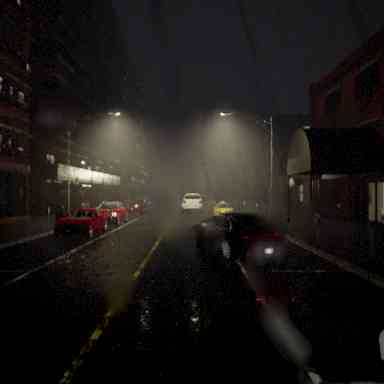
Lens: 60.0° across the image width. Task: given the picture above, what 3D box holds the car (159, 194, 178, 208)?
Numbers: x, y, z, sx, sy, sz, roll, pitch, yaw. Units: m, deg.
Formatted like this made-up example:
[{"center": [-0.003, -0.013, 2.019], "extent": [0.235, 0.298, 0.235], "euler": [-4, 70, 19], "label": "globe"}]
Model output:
[{"center": [-3.136, 1.489, 48.851], "extent": [2.128, 1.511, 4.902], "euler": [0, 0, 0], "label": "car"}]

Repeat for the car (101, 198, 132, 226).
[{"center": [-5.717, 1.431, 23.065], "extent": [1.967, 1.590, 4.097], "euler": [0, 0, 0], "label": "car"}]

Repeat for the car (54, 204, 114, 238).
[{"center": [-5.710, 1.537, 17.526], "extent": [1.887, 1.381, 4.507], "euler": [0, 0, 0], "label": "car"}]

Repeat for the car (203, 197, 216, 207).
[{"center": [2.628, 1.524, 50.942], "extent": [1.752, 1.417, 4.829], "euler": [0, 0, 0], "label": "car"}]

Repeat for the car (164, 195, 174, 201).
[{"center": [-5.794, 1.586, 83.997], "extent": [2.008, 1.369, 4.403], "euler": [0, 0, 0], "label": "car"}]

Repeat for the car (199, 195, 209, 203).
[{"center": [2.601, 1.461, 72.930], "extent": [1.967, 1.590, 4.097], "euler": [0, 0, 0], "label": "car"}]

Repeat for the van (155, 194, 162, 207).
[{"center": [-5.752, 1.339, 50.762], "extent": [1.690, 1.788, 3.998], "euler": [0, 0, 0], "label": "van"}]

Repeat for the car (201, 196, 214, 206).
[{"center": [2.621, 1.444, 56.311], "extent": [1.967, 1.590, 4.097], "euler": [0, 0, 0], "label": "car"}]

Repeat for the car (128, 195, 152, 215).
[{"center": [-5.731, 1.306, 34.144], "extent": [2.192, 1.841, 5.009], "euler": [0, 0, 0], "label": "car"}]

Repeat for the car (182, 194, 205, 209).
[{"center": [0.052, 1.213, 37.669], "extent": [2.150, 2.045, 5.566], "euler": [0, 0, 0], "label": "car"}]

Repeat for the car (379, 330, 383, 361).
[{"center": [3.146, 1.524, 2.025], "extent": [1.812, 1.442, 4.674], "euler": [0, 0, 0], "label": "car"}]

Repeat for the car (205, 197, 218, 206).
[{"center": [2.649, 1.541, 34.154], "extent": [2.008, 1.369, 4.403], "euler": [0, 0, 0], "label": "car"}]

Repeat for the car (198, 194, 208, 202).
[{"center": [2.594, 1.342, 78.470], "extent": [2.192, 1.841, 5.009], "euler": [0, 0, 0], "label": "car"}]

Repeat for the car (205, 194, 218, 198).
[{"center": [2.636, 1.310, 45.233], "extent": [2.192, 1.841, 5.009], "euler": [0, 0, 0], "label": "car"}]

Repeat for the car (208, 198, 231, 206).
[{"center": [2.656, 1.516, 28.785], "extent": [1.752, 1.417, 4.829], "euler": [0, 0, 0], "label": "car"}]

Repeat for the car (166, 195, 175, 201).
[{"center": [-5.801, 1.596, 89.536], "extent": [2.008, 1.369, 4.403], "euler": [0, 0, 0], "label": "car"}]

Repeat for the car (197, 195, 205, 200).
[{"center": [2.572, 1.623, 95.086], "extent": [1.947, 1.339, 4.313], "euler": [0, 0, 0], "label": "car"}]

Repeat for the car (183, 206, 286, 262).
[{"center": [1.470, 1.500, 12.283], "extent": [1.837, 1.490, 4.892], "euler": [-1, 1, -21], "label": "car"}]

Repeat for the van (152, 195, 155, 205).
[{"center": [-5.738, 1.333, 39.684], "extent": [1.690, 1.788, 3.998], "euler": [0, 0, 0], "label": "van"}]

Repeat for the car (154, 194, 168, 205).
[{"center": [-5.766, 1.324, 61.840], "extent": [2.192, 1.841, 5.009], "euler": [0, 0, 0], "label": "car"}]

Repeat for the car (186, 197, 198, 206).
[{"center": [0.030, 1.528, 54.971], "extent": [1.812, 1.442, 4.674], "euler": [0, 0, 0], "label": "car"}]

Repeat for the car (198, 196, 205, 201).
[{"center": [2.579, 1.627, 89.546], "extent": [1.802, 1.307, 4.206], "euler": [0, 0, 0], "label": "car"}]

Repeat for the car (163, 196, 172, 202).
[{"center": [-5.787, 1.593, 78.460], "extent": [1.947, 1.339, 4.313], "euler": [0, 0, 0], "label": "car"}]
